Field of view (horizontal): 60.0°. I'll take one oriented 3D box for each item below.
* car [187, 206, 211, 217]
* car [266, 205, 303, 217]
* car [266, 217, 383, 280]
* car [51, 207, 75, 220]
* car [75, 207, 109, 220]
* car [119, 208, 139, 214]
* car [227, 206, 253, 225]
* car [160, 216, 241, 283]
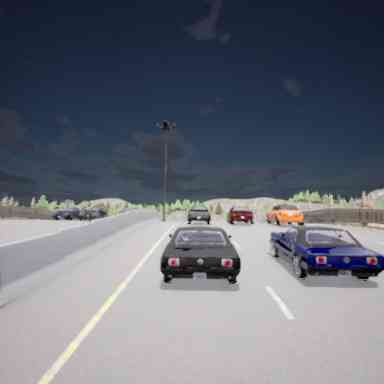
[{"bbox_3d":[0.601,1.923,28.126,2.128,1.511,4.902,1,-3,1],"label":"car"},{"bbox_3d":[7.594,1.857,27.633,2.097,1.767,4.553,1,-3,1],"label":"car"},{"bbox_3d":[3.744,1.687,10.243,1.895,1.301,4.718,1,0,1],"label":"car"},{"bbox_3d":[-13.367,2.370,36.367,2.033,1.411,5.357,1,-5,1],"label":"car"},{"bbox_3d":[-9.937,2.235,33.967,1.994,1.385,4.181,1,-5,2],"label":"car"},{"bbox_3d":[-6.392,2.392,35.407,2.033,1.411,5.357,1,-5,2],"label":"car"},{"bbox_3d":[4.120,2.015,29.082,1.882,1.535,5.008,1,-3,1],"label":"car"},{"bbox_3d":[0.234,1.638,9.804,1.895,1.301,4.718,1,0,1],"label":"car"}]
